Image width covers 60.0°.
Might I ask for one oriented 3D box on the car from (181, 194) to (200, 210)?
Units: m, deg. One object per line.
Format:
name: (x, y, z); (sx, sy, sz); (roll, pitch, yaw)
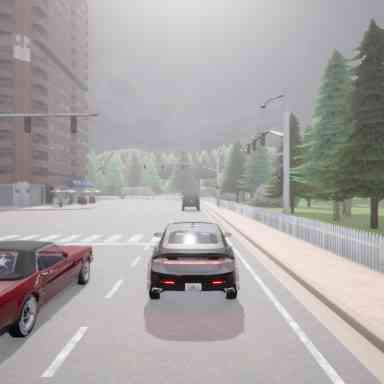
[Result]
car: (-0.175, 1.222, 42.188); (2.150, 2.045, 5.566); (0, 0, -1)

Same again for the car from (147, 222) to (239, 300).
car: (0.021, 1.492, 8.398); (2.128, 1.511, 4.902); (0, 0, 0)

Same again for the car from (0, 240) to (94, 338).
car: (-3.452, 1.601, 6.548); (1.895, 1.301, 4.718); (0, 0, 0)
